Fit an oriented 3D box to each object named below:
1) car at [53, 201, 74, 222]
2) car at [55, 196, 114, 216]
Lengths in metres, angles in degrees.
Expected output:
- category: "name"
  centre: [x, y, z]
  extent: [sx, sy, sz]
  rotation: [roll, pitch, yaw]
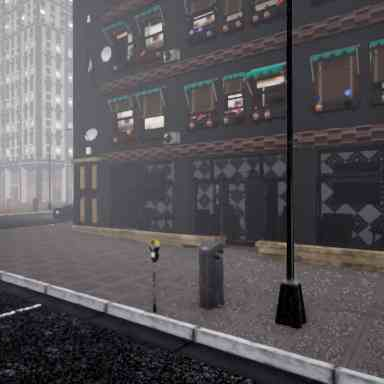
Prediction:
- category: "car"
  centre: [-7.349, 1.279, 22.815]
  extent: [1.947, 1.339, 4.313]
  rotation: [1, 1, 35]
- category: "car"
  centre: [-9.491, 1.167, 29.851]
  extent: [1.837, 1.490, 4.892]
  rotation: [0, 1, 35]
